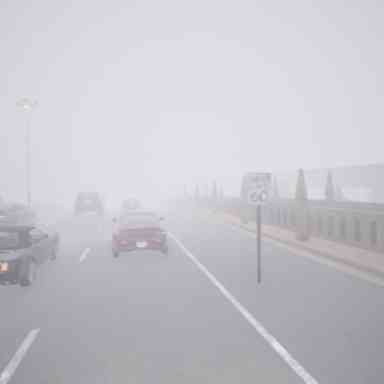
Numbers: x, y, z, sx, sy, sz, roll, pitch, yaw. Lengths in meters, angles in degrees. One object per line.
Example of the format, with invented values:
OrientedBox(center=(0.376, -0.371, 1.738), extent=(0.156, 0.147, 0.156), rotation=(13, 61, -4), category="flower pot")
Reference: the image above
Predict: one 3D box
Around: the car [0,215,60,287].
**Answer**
OrientedBox(center=(-4.891, 1.558, 8.920), extent=(1.895, 1.301, 4.718), rotation=(-1, 1, -11), category="car")

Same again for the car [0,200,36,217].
OrientedBox(center=(-10.468, 1.412, 19.279), extent=(1.837, 1.490, 4.892), rotation=(-1, 1, -11), category="car")

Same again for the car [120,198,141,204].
OrientedBox(center=(-5.090, 1.249, 28.277), extent=(2.033, 1.411, 5.357), rotation=(-1, 1, -11), category="car")

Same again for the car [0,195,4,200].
OrientedBox(center=(-20.447, 1.227, 32.971), extent=(2.150, 2.045, 5.566), rotation=(-1, -1, -11), category="car")

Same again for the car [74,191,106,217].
OrientedBox(center=(-8.769, 0.979, 28.859), extent=(2.150, 2.045, 5.566), rotation=(-1, 0, -11), category="car")

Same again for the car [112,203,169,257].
OrientedBox(center=(-1.969, 1.389, 12.353), extent=(1.812, 1.442, 4.674), rotation=(-1, 1, -11), category="car")
